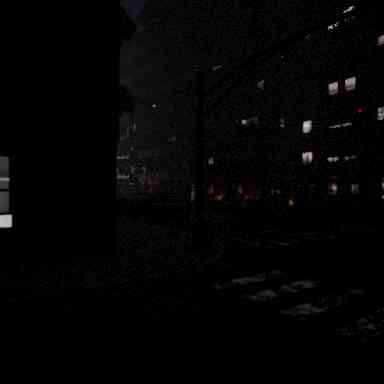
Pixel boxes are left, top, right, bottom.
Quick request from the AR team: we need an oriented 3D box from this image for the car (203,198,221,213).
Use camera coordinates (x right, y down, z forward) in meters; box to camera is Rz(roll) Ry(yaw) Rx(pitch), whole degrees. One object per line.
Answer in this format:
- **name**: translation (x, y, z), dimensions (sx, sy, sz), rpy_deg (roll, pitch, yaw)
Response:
- **car**: translation (1.380, 1.185, 30.469), dimensions (1.802, 1.307, 4.206), rpy_deg (1, 0, -36)

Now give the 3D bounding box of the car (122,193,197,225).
- **car**: translation (-2.156, 0.976, 21.074), dimensions (2.192, 1.841, 5.009), rpy_deg (1, 0, -36)

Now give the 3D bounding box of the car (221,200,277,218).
- **car**: translation (4.648, 1.249, 25.958), dimensions (1.947, 1.339, 4.313), rpy_deg (1, 0, -36)

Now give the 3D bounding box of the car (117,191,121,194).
- **car**: translation (-8.504, 0.938, 34.234), dimensions (1.882, 1.535, 5.008), rpy_deg (0, 1, -36)

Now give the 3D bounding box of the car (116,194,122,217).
- **car**: translation (-5.429, 1.125, 25.586), dimensions (1.887, 1.381, 4.507), rpy_deg (1, 0, -36)
